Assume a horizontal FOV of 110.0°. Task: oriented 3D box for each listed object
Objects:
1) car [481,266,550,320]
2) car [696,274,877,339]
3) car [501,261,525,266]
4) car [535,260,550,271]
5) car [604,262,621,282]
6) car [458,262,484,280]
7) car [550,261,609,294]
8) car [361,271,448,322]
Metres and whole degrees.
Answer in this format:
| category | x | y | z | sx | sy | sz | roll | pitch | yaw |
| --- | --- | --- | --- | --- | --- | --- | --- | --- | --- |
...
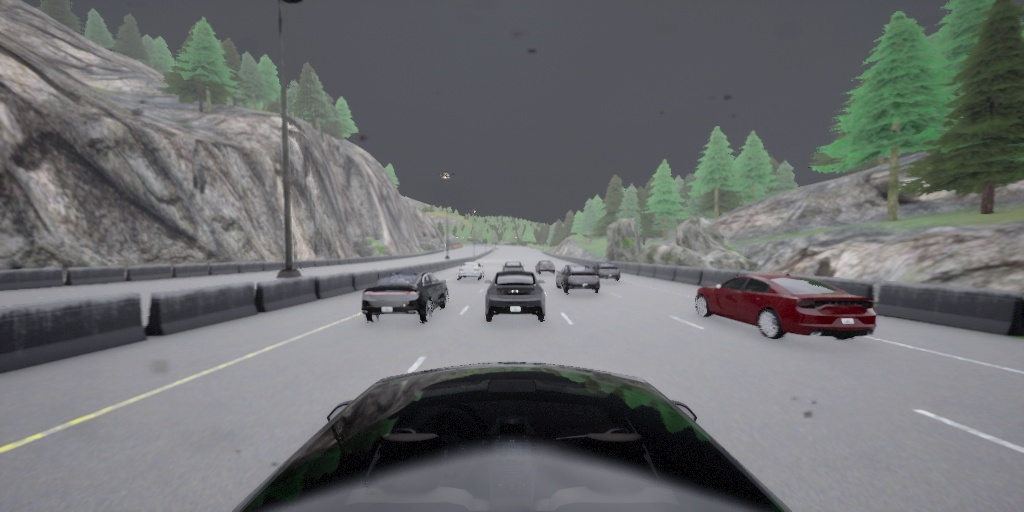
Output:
| category | x | y | z | sx | sy | sz | roll | pitch | yaw |
| --- | --- | --- | --- | --- | --- | --- | --- | --- | --- |
| car | 0.100 | 1.254 | 12.576 | 1.837 | 1.490 | 4.892 | 0 | 0 | 0 |
| car | 7.099 | 1.227 | 10.055 | 1.882 | 1.535 | 5.008 | 0 | 0 | 0 |
| car | 0.100 | 1.184 | 30.932 | 2.128 | 1.511 | 4.902 | 0 | 0 | 0 |
| car | 3.601 | 1.176 | 39.064 | 2.033 | 1.411 | 5.357 | 0 | 1 | 0 |
| car | 7.100 | 1.198 | 28.349 | 2.128 | 1.511 | 4.902 | 0 | 0 | 0 |
| car | -3.399 | 1.222 | 30.335 | 1.812 | 1.442 | 4.674 | 0 | 0 | 0 |
| car | 3.600 | 1.231 | 20.168 | 2.128 | 1.511 | 4.902 | 0 | 0 | 0 |
| car | -3.400 | 1.241 | 12.196 | 2.128 | 1.511 | 4.902 | 0 | 0 | 0 |
